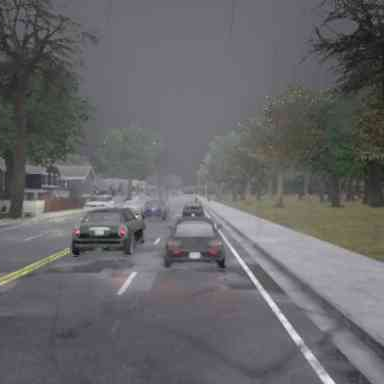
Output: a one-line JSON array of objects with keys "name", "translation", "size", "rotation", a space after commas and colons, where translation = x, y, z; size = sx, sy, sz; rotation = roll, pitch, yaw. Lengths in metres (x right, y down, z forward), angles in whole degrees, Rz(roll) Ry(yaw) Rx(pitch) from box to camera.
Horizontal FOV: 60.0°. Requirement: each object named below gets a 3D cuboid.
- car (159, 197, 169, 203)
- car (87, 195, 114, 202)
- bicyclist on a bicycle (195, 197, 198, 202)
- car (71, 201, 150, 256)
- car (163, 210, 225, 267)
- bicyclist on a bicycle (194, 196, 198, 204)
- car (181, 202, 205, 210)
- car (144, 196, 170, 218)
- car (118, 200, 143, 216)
[{"name": "car", "translation": [-6.505, 1.817, 77.595], "size": [1.994, 1.385, 4.181], "rotation": [0, 0, 0]}, {"name": "car", "translation": [-9.850, 1.384, 35.841], "size": [2.150, 2.045, 5.566], "rotation": [0, 0, 0]}, {"name": "bicyclist on a bicycle", "translation": [0.891, 1.741, 63.687], "size": [0.582, 1.620, 1.656], "rotation": [0, -1, 0]}, {"name": "car", "translation": [-3.160, 1.414, 13.488], "size": [2.097, 1.767, 4.553], "rotation": [0, 0, 0]}, {"name": "car", "translation": [0.084, 1.578, 11.447], "size": [1.812, 1.442, 4.674], "rotation": [0, 0, 0]}, {"name": "bicyclist on a bicycle", "translation": [0.886, 1.768, 72.685], "size": [0.866, 1.612, 1.509], "rotation": [0, 0, 0]}, {"name": "car", "translation": [0.092, 1.642, 29.882], "size": [1.837, 1.490, 4.892], "rotation": [0, 0, 0]}, {"name": "car", "translation": [-3.160, 1.487, 29.467], "size": [2.097, 1.767, 4.553], "rotation": [0, 0, 0]}, {"name": "car", "translation": [-6.597, 1.691, 36.205], "size": [1.812, 1.442, 4.674], "rotation": [0, 0, 0]}]
